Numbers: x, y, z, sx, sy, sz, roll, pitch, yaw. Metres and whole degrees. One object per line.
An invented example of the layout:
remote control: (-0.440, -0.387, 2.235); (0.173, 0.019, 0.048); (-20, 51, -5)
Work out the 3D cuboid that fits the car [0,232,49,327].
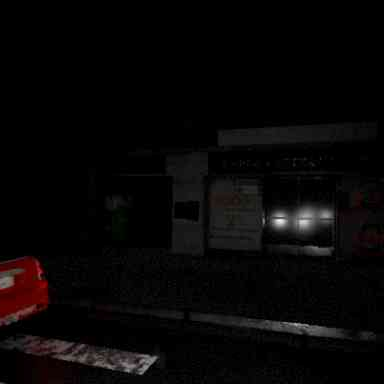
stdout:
car: (-4.856, 1.413, 5.708); (4.553, 1.767, 2.097); (0, -1, 18)
